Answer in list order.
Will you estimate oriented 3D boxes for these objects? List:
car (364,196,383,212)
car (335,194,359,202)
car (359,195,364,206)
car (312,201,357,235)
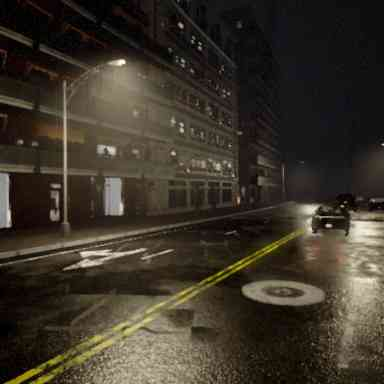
[{"bbox_3d":[21.089,1.451,37.738,2.128,1.511,4.902,0,0,26],"label":"car"},{"bbox_3d":[17.469,1.189,37.693,2.150,2.045,5.566,0,0,26],"label":"car"},{"bbox_3d":[27.776,1.418,52.080,1.882,1.535,5.008,0,0,25],"label":"car"},{"bbox_3d":[8.032,1.480,18.917,2.128,1.511,4.902,0,0,28],"label":"car"}]
